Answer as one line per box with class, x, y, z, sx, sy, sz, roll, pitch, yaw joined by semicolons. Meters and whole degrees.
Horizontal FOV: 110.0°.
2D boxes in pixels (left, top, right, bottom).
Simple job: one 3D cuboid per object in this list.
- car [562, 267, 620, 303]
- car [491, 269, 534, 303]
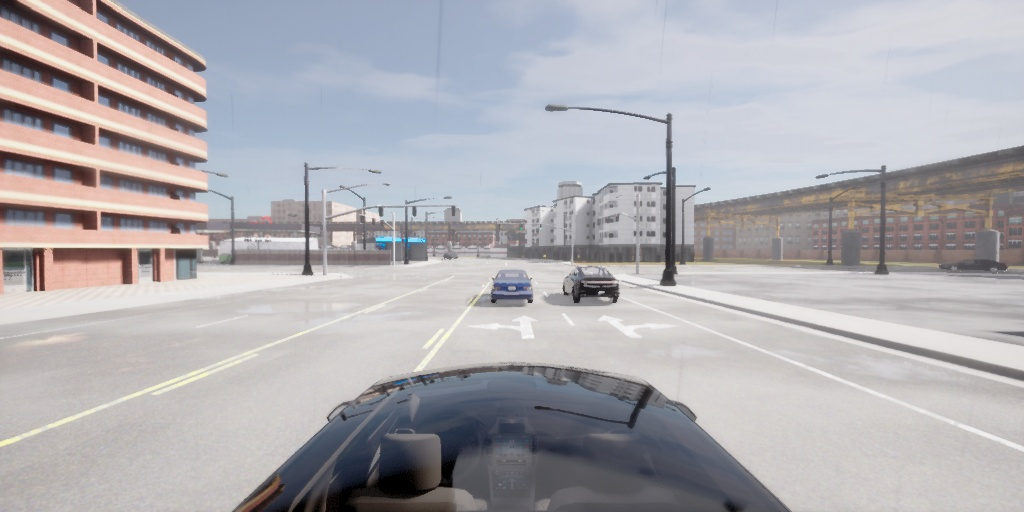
car;3.500;1.237;16.501;2.128;1.511;4.902;0;0;0
car;0.000;1.305;16.502;2.033;1.411;5.357;0;0;0
